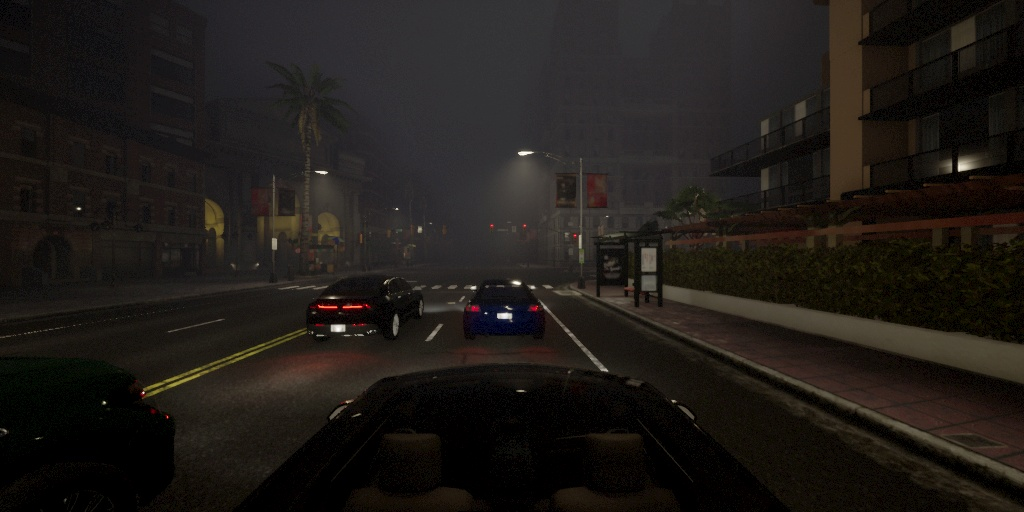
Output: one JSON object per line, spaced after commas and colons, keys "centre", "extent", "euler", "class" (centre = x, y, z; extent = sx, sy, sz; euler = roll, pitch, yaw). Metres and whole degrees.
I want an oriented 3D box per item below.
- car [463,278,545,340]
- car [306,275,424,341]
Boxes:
{"centre": [-0.236, 1.314, 10.035], "extent": [1.994, 1.385, 4.181], "euler": [0, 0, -2], "class": "car"}
{"centre": [-3.725, 1.255, 9.879], "extent": [1.837, 1.490, 4.892], "euler": [0, 0, -3], "class": "car"}
